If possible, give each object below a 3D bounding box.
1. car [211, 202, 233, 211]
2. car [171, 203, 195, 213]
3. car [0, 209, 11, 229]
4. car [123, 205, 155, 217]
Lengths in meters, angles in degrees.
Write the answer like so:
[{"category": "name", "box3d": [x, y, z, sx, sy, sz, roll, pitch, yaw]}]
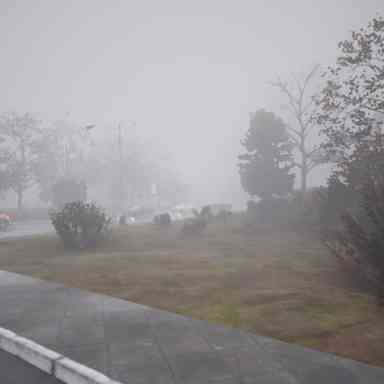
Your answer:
[{"category": "car", "box3d": [4.858, 2.293, 53.490, 1.882, 1.535, 5.008, -3, -2, 32]}, {"category": "car", "box3d": [-1.329, 2.455, 50.502, 1.812, 1.442, 4.674, -3, -2, 33]}, {"category": "car", "box3d": [-16.907, 2.162, 26.071, 2.097, 1.767, 4.553, -3, -2, 33]}, {"category": "car", "box3d": [-6.624, 2.392, 42.087, 1.812, 1.442, 4.674, -3, -2, 32]}]
